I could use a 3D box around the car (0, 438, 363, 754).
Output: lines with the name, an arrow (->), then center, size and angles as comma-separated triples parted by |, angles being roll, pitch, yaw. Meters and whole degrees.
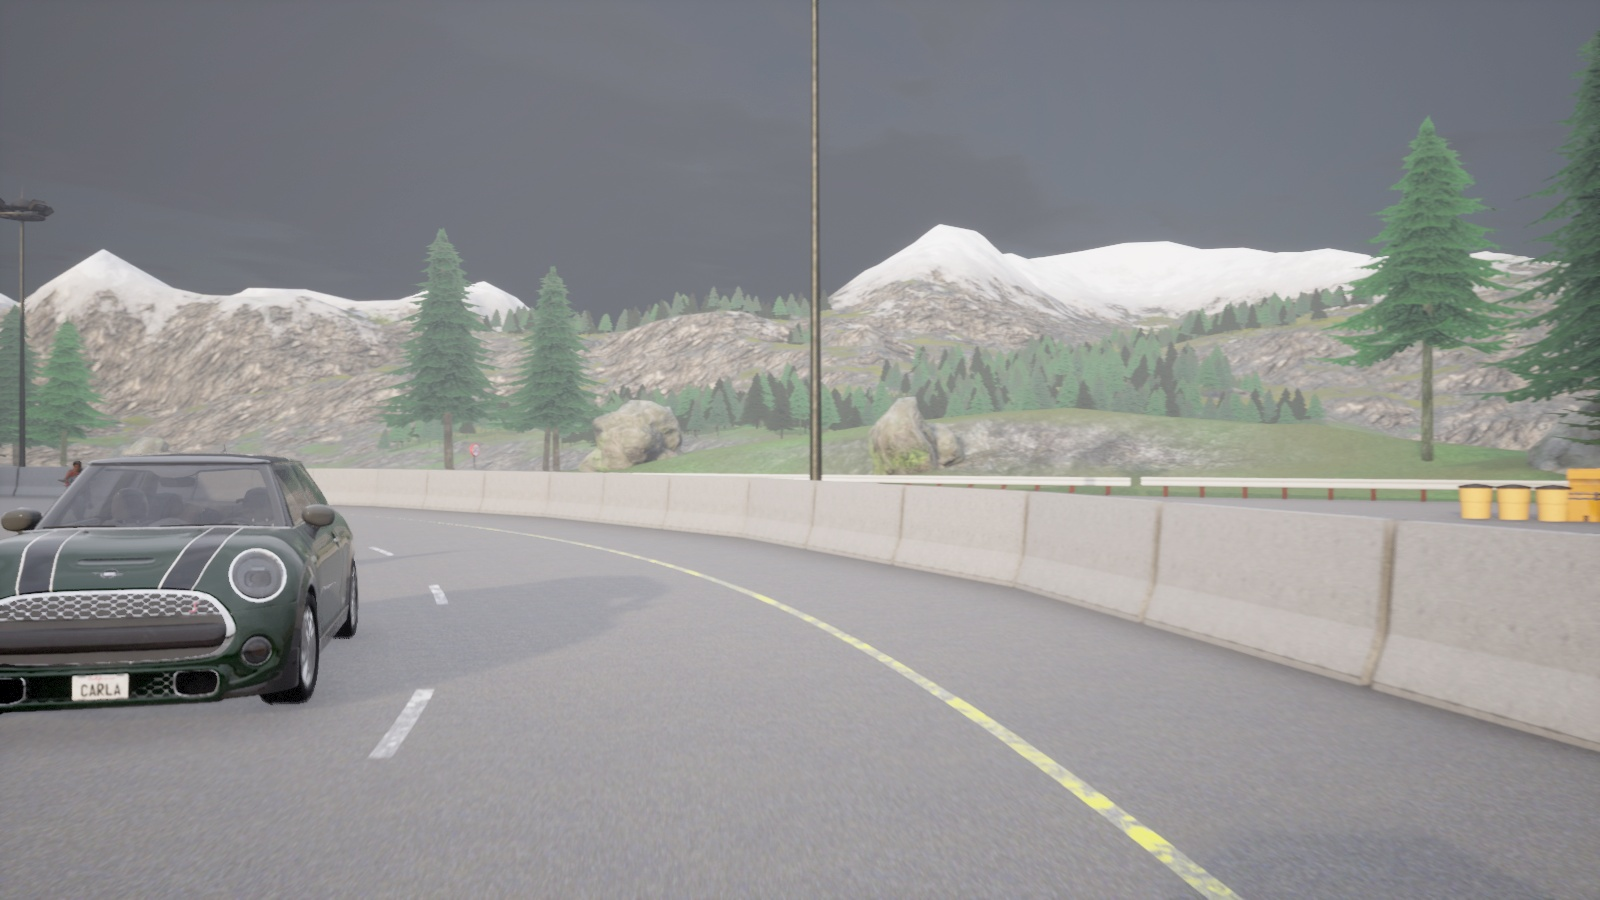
car -> -4.591, 0.838, 9.411 | 2.097, 1.767, 4.553 | -1, 0, -14
